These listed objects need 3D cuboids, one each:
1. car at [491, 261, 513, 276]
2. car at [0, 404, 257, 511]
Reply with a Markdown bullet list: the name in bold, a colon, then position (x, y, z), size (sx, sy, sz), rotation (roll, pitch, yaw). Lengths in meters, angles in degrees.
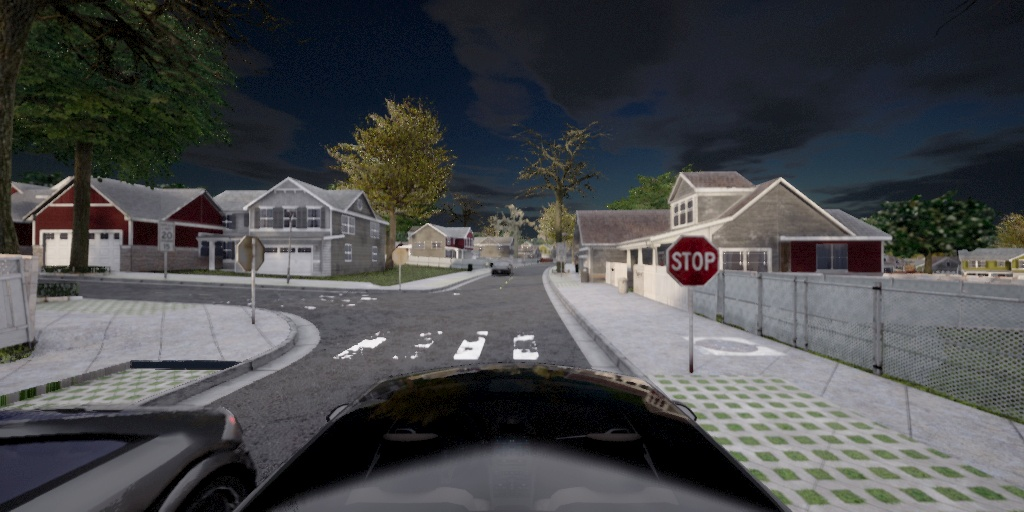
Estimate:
- **car**: position (-0.961, 1.257, 37.043), size (1.882, 1.535, 5.008), rotation (0, 0, 5)
- **car**: position (-2.732, 1.317, 0.701), size (1.994, 1.385, 4.181), rotation (0, 0, 0)
